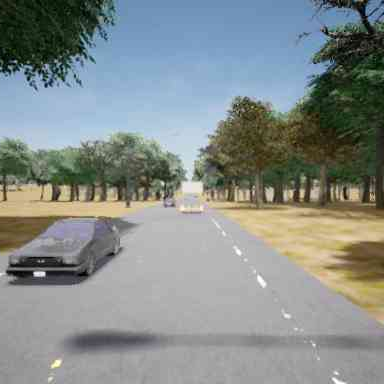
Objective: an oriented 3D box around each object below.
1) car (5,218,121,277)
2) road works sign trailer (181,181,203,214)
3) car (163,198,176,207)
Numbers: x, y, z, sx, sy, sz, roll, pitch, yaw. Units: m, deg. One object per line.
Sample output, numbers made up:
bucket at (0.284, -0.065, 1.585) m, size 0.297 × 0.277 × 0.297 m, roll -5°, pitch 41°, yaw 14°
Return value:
car at (-3.597, 1.560, 10.514) m, size 2.033 × 1.411 × 5.357 m, roll 0°, pitch 0°, yaw 0°
road works sign trailer at (0.016, 0.541, 36.421) m, size 2.380 × 3.560 × 2.880 m, roll 0°, pitch 0°, yaw 0°
car at (-3.527, 1.664, 52.605) m, size 1.812 × 1.442 × 4.674 m, roll 0°, pitch 0°, yaw 1°
